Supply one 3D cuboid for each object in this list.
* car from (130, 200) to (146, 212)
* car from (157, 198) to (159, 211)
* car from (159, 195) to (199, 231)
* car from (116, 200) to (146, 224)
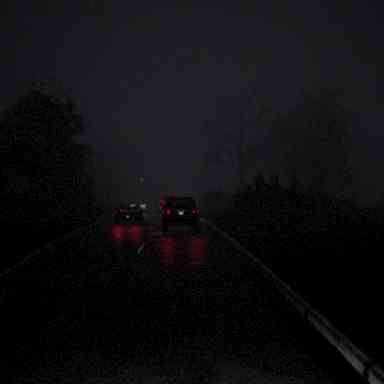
[{"bbox_3d":[-6.649,1.695,41.161,1.895,1.301,4.718,0,0,-8],"label":"car"},{"bbox_3d":[-2.993,1.313,40.218,2.150,2.045,5.566,0,0,-8],"label":"car"},{"bbox_3d":[-0.823,1.267,21.116,2.150,2.045,5.566,0,0,-5],"label":"car"},{"bbox_3d":[-4.695,1.543,25.621,2.128,1.511,4.902,0,-1,-5],"label":"car"}]
